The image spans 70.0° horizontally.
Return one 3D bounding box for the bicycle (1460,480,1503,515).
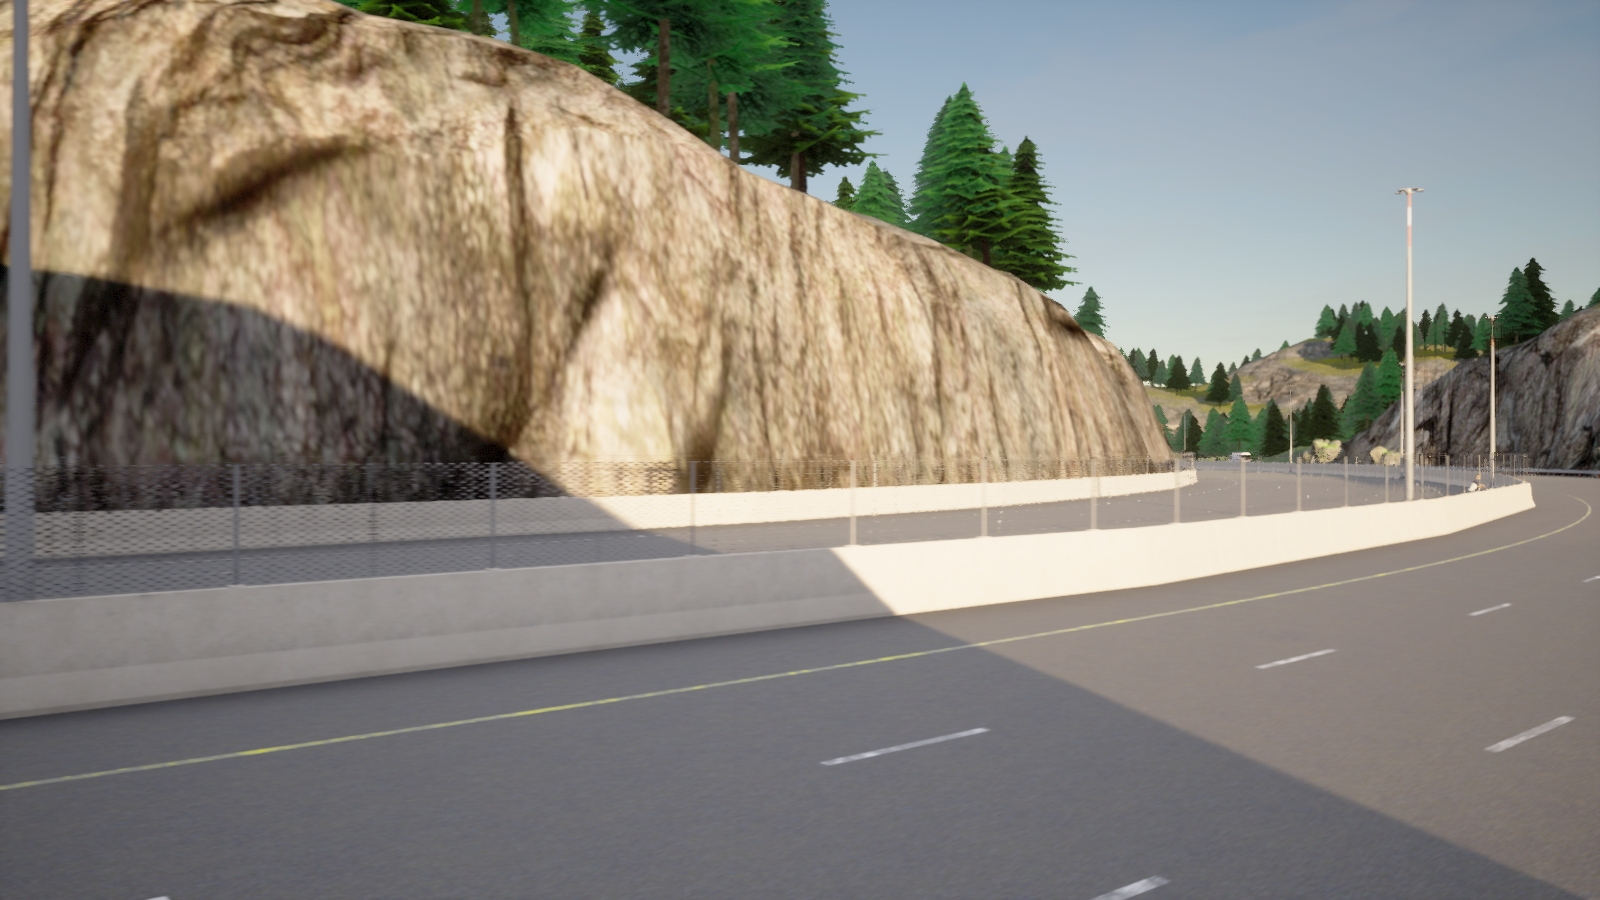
[{"bbox_3d":[30.450,2.095,51.057,1.643,1.514,0.373,0,-1,38],"label":"bicycle"}]
